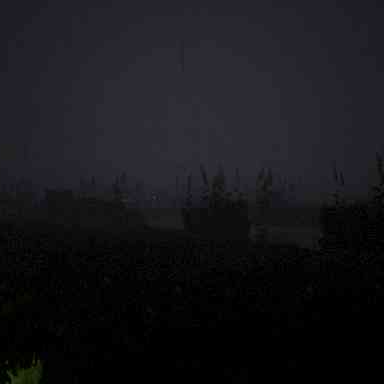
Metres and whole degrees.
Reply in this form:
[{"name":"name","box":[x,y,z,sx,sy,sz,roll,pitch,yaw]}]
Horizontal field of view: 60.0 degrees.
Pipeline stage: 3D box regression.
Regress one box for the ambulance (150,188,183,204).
[{"name":"ambulance","box":[-4.085,0.659,52.780,2.351,2.431,6.366,-1,-2,43]}]
